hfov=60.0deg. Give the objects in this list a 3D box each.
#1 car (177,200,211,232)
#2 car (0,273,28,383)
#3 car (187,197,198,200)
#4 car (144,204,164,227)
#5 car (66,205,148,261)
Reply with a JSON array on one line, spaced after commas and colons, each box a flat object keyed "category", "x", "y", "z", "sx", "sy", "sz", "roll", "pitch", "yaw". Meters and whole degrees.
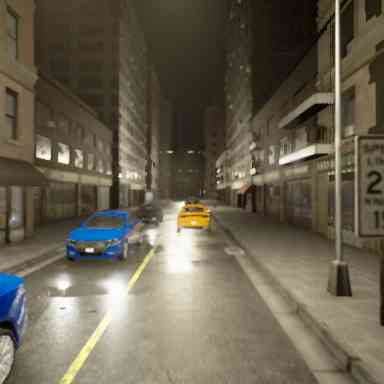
[{"category": "car", "x": 0.099, "y": 1.498, "z": 20.276, "sx": 1.882, "sy": 1.535, "sz": 5.008, "roll": 0, "pitch": 0, "yaw": 0}, {"category": "car", "x": -3.092, "y": 1.480, "z": 2.312, "sx": 1.882, "sy": 1.535, "sz": 5.008, "roll": 0, "pitch": 0, "yaw": 0}, {"category": "car", "x": 0.082, "y": 1.409, "z": 44.689, "sx": 2.097, "sy": 1.767, "sz": 4.553, "roll": 0, "pitch": 0, "yaw": 0}, {"category": "car", "x": -3.001, "y": 1.571, "z": 23.143, "sx": 2.033, "sy": 1.411, "sz": 5.357, "roll": 0, "pitch": 0, "yaw": 0}, {"category": "car", "x": -3.076, "y": 1.489, "z": 12.555, "sx": 1.882, "sy": 1.535, "sz": 5.008, "roll": 0, "pitch": 0, "yaw": 0}]
